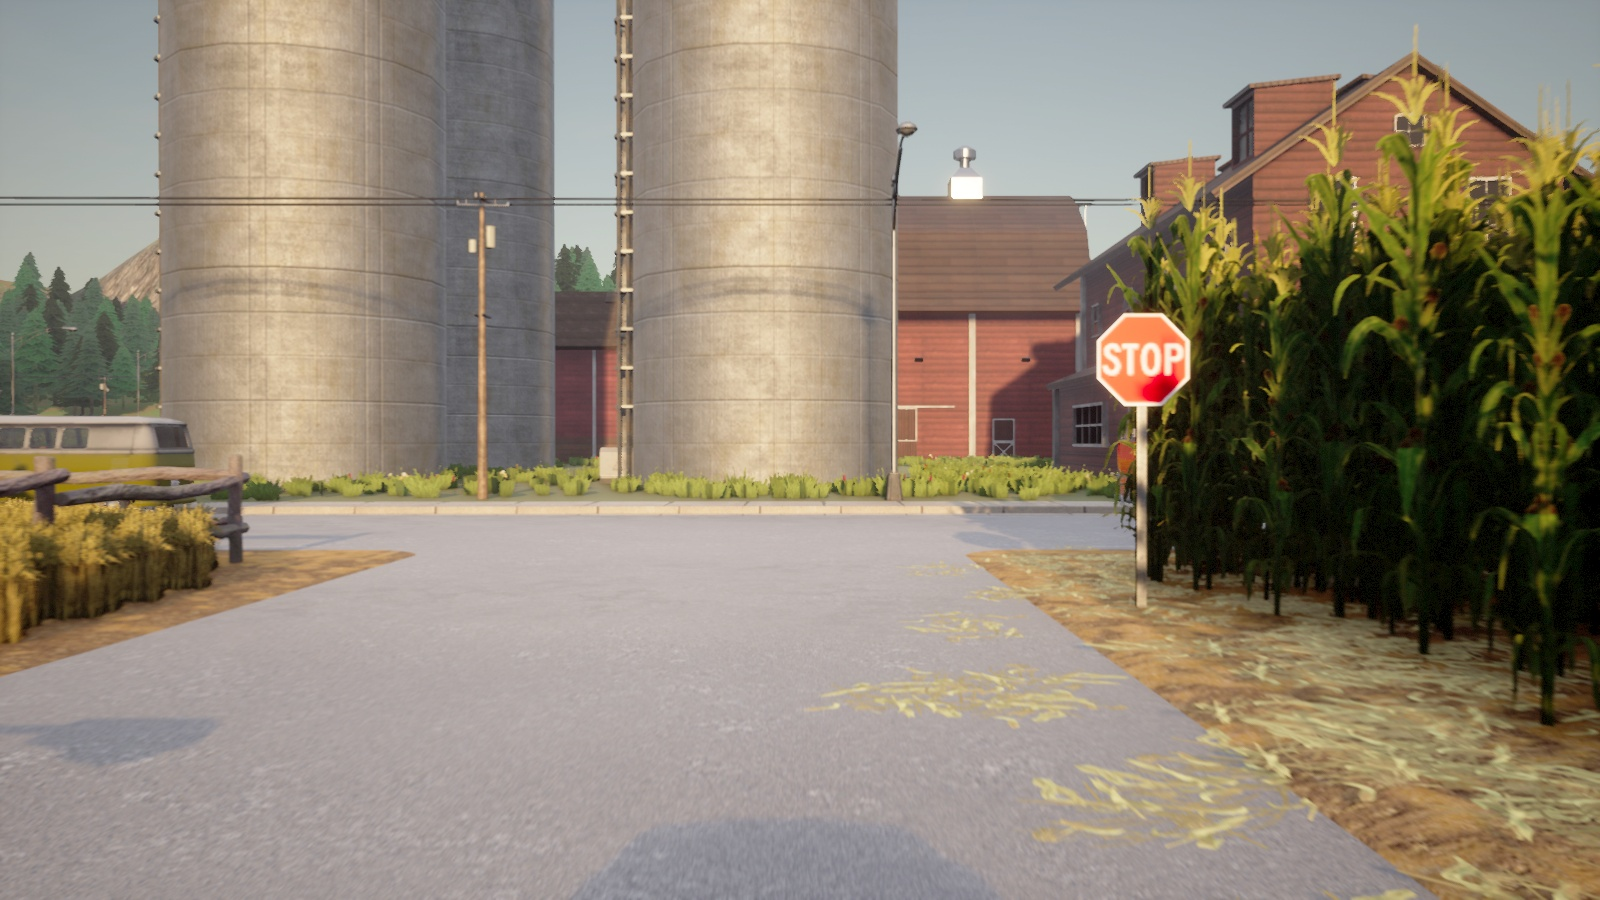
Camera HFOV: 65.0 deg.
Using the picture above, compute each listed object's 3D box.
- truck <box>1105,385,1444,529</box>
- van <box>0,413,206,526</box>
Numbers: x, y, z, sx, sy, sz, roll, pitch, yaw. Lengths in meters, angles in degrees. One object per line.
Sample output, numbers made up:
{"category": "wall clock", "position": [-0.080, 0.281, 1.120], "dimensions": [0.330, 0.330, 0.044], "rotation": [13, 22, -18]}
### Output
{"category": "truck", "position": [8.505, 0.112, 22.969], "dimensions": [5.204, 2.467, 2.627], "rotation": [0, 0, 0]}
{"category": "van", "position": [-13.521, 0.333, 23.014], "dimensions": [4.442, 1.987, 1.775], "rotation": [0, 0, 1]}
